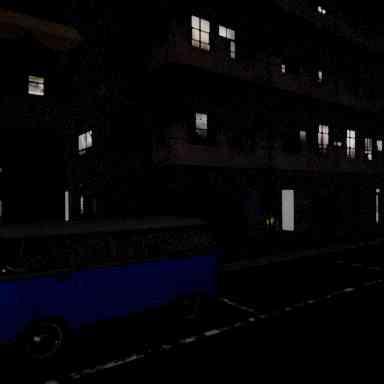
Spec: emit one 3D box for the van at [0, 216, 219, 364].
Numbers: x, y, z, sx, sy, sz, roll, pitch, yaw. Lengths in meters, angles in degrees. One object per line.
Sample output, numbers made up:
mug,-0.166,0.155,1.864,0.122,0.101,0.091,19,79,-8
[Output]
van,-1.417,1.341,5.554,3.998,1.788,1.690,0,0,-35
